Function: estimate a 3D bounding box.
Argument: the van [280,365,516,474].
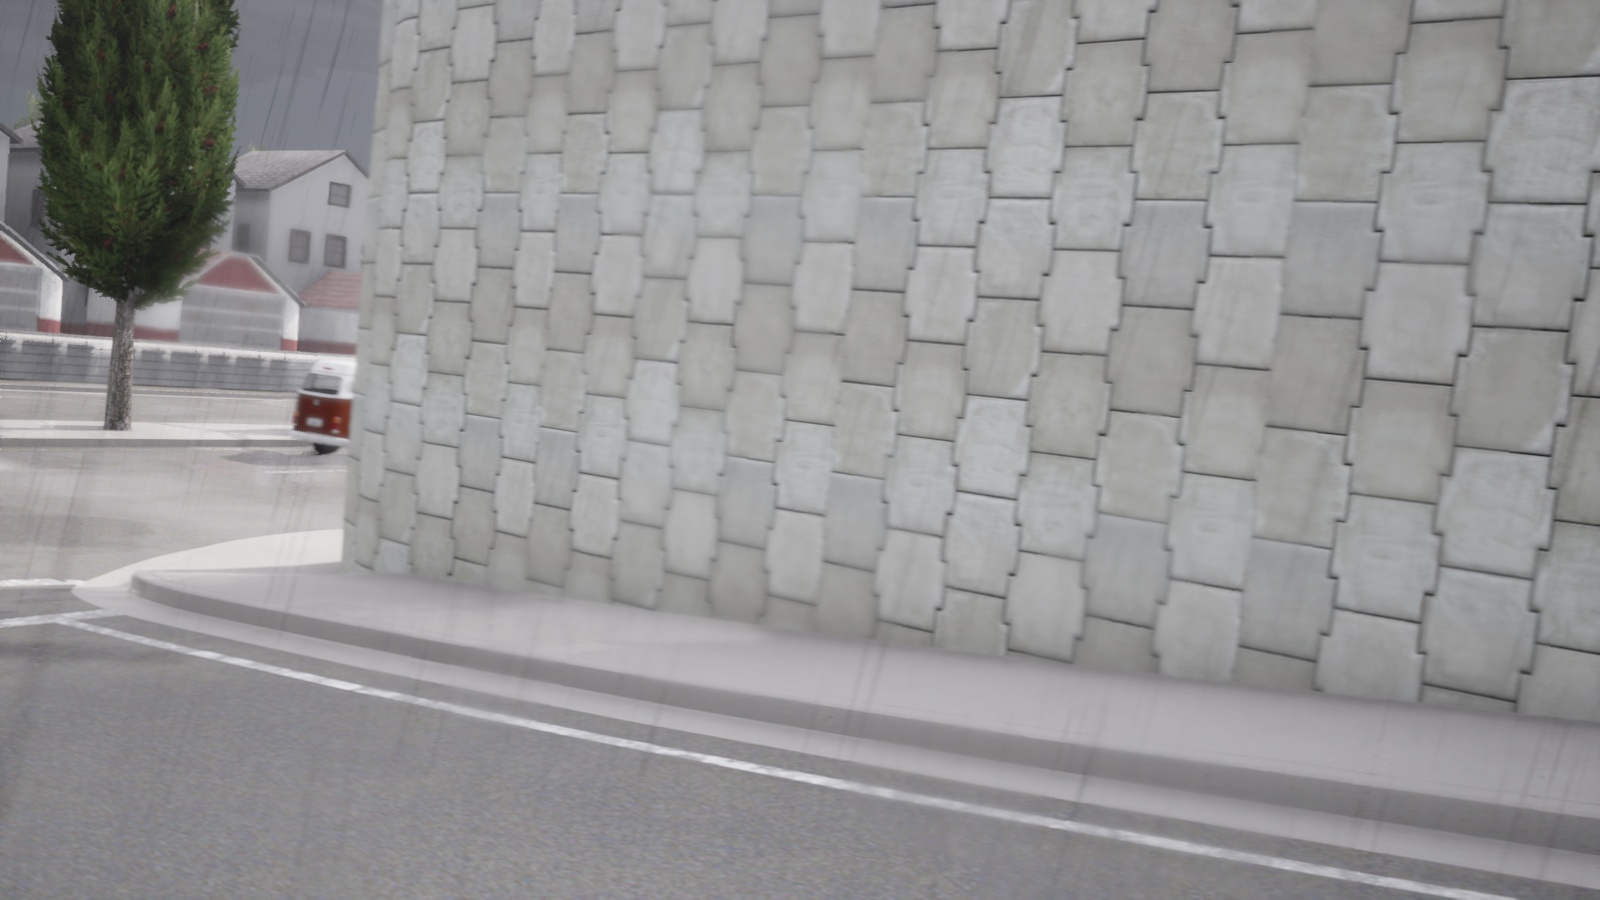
[{"bbox_3d":[-8.607,-0.658,27.287,2.069,2.038,4.480,7,4,32],"label":"van"}]
